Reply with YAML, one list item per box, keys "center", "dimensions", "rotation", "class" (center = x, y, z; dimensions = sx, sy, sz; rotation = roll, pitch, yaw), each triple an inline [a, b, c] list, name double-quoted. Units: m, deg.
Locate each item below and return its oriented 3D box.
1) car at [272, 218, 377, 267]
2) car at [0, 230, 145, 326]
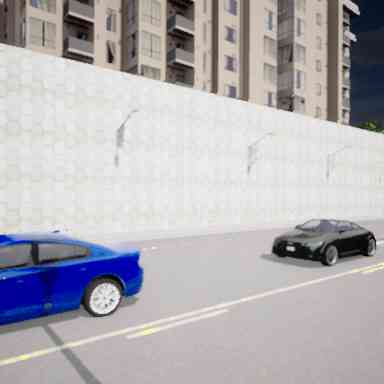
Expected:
- center: [4.784, 1.653, 11.895]
  dimensions: [4.181, 1.385, 1.994]
  rotation: [1, 0, -36]
  class: "car"
- center: [-3.287, 1.494, 5.951]
  dimensions: [5.008, 1.535, 1.882]
  rotation: [1, 0, -36]
  class: "car"
